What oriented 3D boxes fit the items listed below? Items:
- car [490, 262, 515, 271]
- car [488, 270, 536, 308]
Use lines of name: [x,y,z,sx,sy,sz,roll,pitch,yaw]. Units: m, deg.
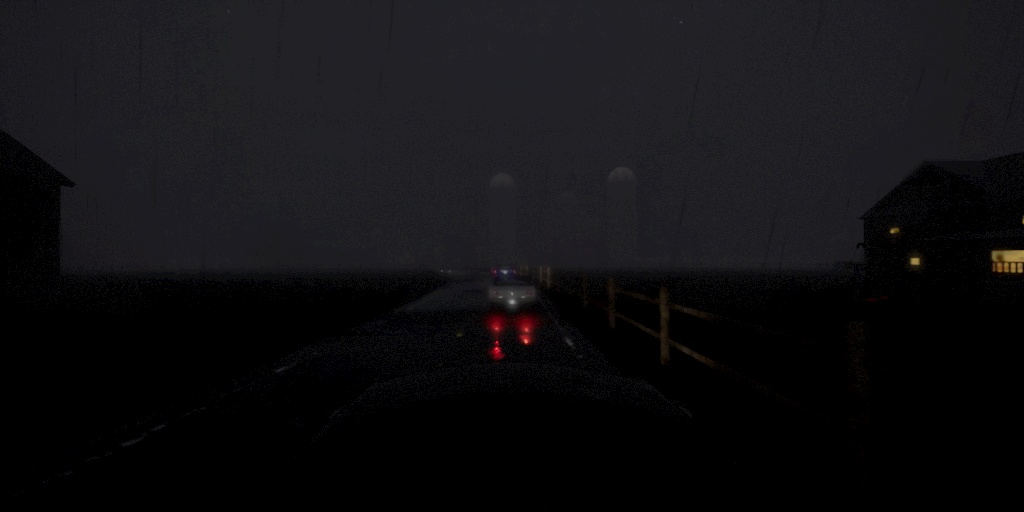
car: [-0.770,1.384,31.039,2.097,1.767,4.553,0,-1,-6]
car: [0.004,1.486,15.963,1.895,1.301,4.718,0,-1,0]
